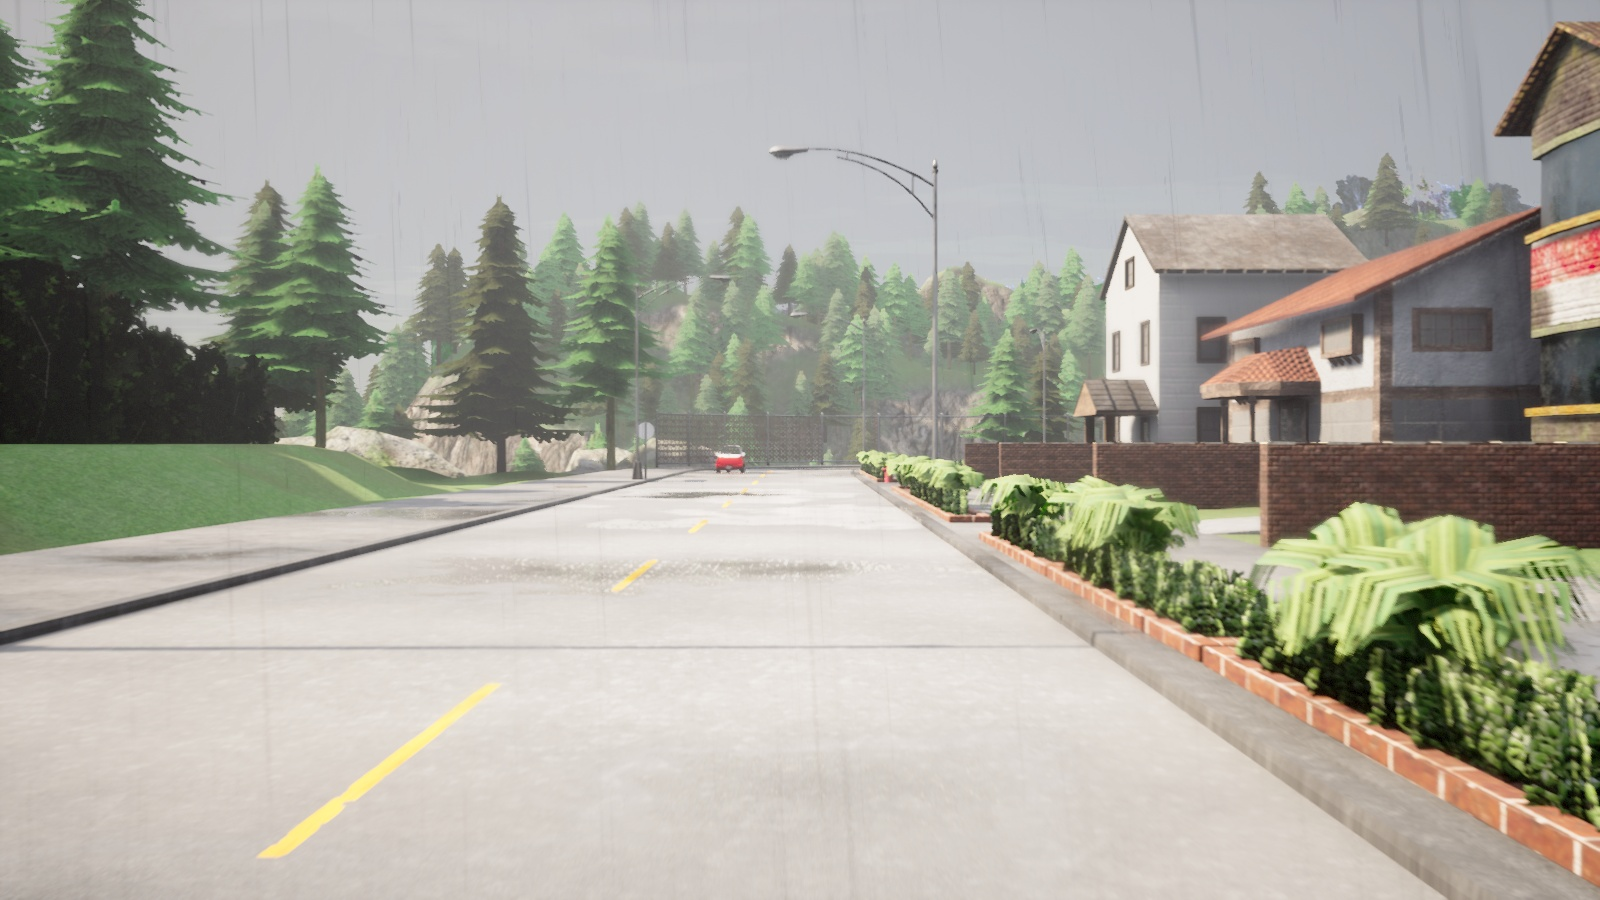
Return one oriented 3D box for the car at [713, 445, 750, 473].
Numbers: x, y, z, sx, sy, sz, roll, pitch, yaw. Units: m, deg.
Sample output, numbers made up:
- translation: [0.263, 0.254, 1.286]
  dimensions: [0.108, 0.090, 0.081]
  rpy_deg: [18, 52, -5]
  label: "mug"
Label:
- translation: [-3.400, 0.446, 62.612]
  dimensions: [1.481, 1.376, 2.207]
  rpy_deg: [0, 0, 6]
  label: "car"
